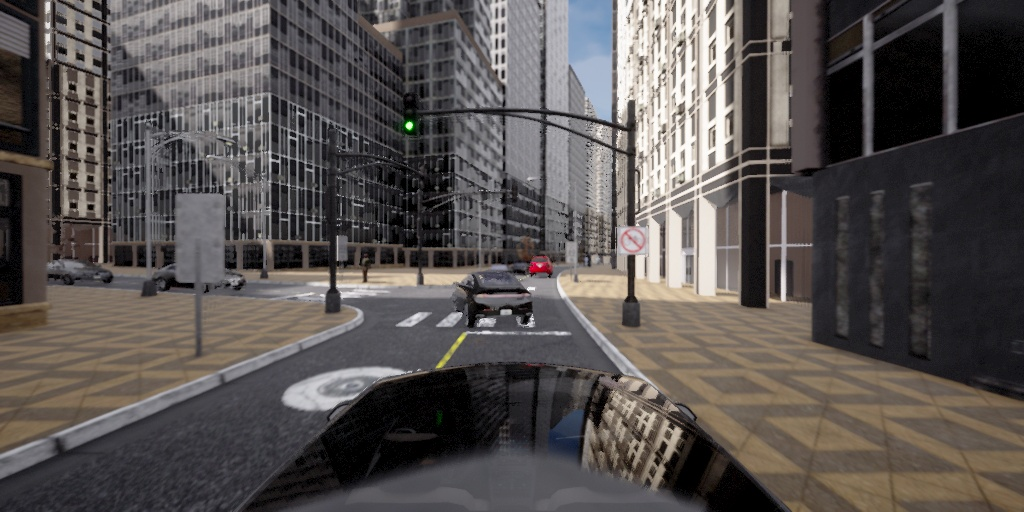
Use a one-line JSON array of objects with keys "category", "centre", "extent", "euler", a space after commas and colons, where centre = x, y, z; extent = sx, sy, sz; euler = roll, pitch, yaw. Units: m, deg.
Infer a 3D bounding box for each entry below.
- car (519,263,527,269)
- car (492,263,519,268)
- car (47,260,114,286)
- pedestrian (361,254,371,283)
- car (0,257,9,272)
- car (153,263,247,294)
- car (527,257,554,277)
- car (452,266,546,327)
[{"category": "car", "centre": [0.942, 1.476, 42.290], "extent": [2.033, 1.411, 5.357], "euler": [0, 0, 10]}, {"category": "car", "centre": [-0.981, 1.397, 29.798], "extent": [2.033, 1.411, 5.357], "euler": [0, 0, 8]}, {"category": "car", "centre": [-26.640, 0.960, 21.796], "extent": [4.674, 1.442, 1.812], "euler": [1, 1, 17]}, {"category": "pedestrian", "centre": [-9.274, 0.763, 22.615], "extent": [0.375, 1.860, 0.375], "euler": [0, 0, 17]}, {"category": "car", "centre": [-43.724, 0.726, 29.995], "extent": [4.181, 1.385, 1.994], "euler": [1, 1, 17]}, {"category": "car", "centre": [-16.168, 1.075, 18.597], "extent": [4.902, 1.511, 2.128], "euler": [1, 1, 17]}, {"category": "car", "centre": [3.194, 1.128, 38.034], "extent": [2.150, 2.045, 5.566], "euler": [0, 0, 9]}, {"category": "car", "centre": [-0.808, 1.265, 11.741], "extent": [2.128, 1.511, 4.902], "euler": [0, 0, -16]}]
